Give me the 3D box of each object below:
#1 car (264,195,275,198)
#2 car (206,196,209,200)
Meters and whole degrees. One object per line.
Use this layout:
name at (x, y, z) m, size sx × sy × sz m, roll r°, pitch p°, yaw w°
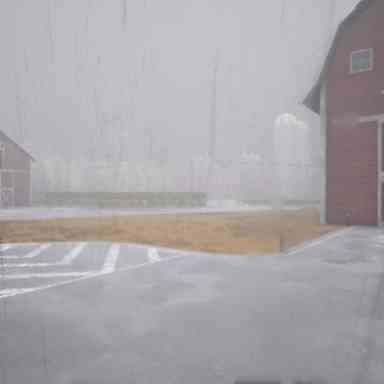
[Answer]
car at (21.765, 1.553, 92.762) m, size 2.242 × 1.667 × 4.611 m, roll 0°, pitch 0°, yaw 35°
car at (2.695, 1.357, 89.858) m, size 1.932 × 1.855 × 4.605 m, roll 0°, pitch 0°, yaw 35°
